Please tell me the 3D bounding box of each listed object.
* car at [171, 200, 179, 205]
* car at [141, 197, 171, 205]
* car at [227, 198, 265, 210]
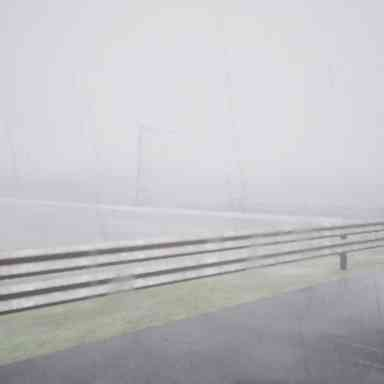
[{"bbox_3d":[-4.360,1.603,53.466,5.008,1.535,1.882,2,-2,31],"label":"car"},{"bbox_3d":[-6.116,1.563,50.436,4.718,1.301,1.895,2,-2,31],"label":"car"},{"bbox_3d":[6.576,1.529,40.181,4.553,1.767,2.097,2,-2,20],"label":"car"}]
